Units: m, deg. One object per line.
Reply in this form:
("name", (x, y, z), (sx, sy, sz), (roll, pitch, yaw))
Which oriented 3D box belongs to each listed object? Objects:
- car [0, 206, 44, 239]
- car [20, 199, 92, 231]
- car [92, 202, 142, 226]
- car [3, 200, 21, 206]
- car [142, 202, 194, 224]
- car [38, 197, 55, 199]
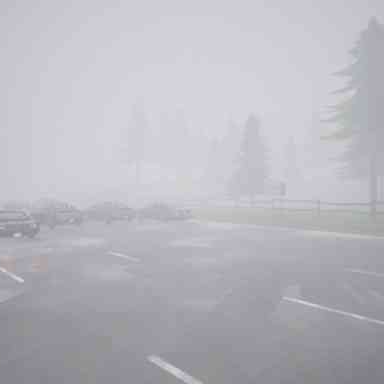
("car", (-9.055, 1.552, 15.959), (1.895, 1.301, 4.718), (0, 0, -44))
("car", (-8.398, 1.423, 20.318), (2.128, 1.511, 4.902), (0, 0, -44))
("car", (-5.878, 1.407, 22.748), (2.128, 1.511, 4.902), (0, 0, -44))
("car", (-19.105, 1.489, 36.465), (1.895, 1.301, 4.718), (0, 0, -44))
("car", (-2.227, 1.449, 24.005), (2.033, 1.411, 5.357), (0, 0, -44))
("car", (-17.634, 1.374, 39.980), (1.837, 1.490, 4.892), (0, 0, -44))
